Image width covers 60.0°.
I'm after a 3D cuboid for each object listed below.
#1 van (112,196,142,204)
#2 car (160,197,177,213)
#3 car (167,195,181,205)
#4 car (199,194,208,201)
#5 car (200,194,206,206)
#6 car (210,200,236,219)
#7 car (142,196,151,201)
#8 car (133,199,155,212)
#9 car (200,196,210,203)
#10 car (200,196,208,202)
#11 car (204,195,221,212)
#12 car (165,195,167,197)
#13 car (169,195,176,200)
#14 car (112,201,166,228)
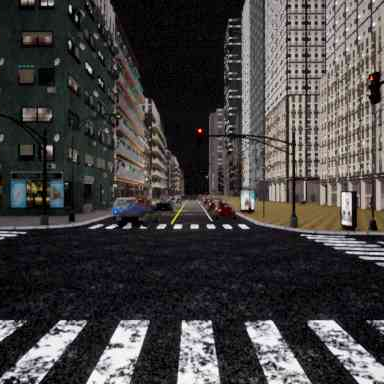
[{"bbox_3d":[-5.635,1.351,28.434,1.690,1.788,3.998,0,0,0],"label":"van"},{"bbox_3d":[-3.039,1.578,36.964,1.994,1.385,4.181,0,0,0],"label":"car"},{"bbox_3d":[-2.933,1.524,60.717,2.128,1.511,4.902,0,0,1],"label":"car"},{"bbox_3d":[2.838,1.373,83.695,2.192,1.841,5.009,0,0,0],"label":"car"},{"bbox_3d":[2.791,1.468,56.057,1.967,1.590,4.097,0,0,0],"label":"car"},{"bbox_3d":[2.744,1.592,28.419,1.802,1.307,4.206,0,0,0],"label":"car"},{"bbox_3d":[-5.626,1.327,33.962,2.192,1.841,5.009,0,0,0],"label":"car"},{"bbox_3d":[-5.618,1.560,39.490,1.887,1.381,4.507,0,0,0],"label":"car"},{"bbox_3d":[2.818,1.590,72.640,1.887,1.381,4.507,0,0,0],"label":"car"},{"bbox_3d":[2.827,1.634,78.167,1.802,1.307,4.206,0,0,0],"label":"car"},{"bbox_3d":[2.764,1.456,39.475,1.967,1.590,4.097,0,0,0],"label":"car"},{"bbox_3d":[-5.553,1.492,78.182,1.967,1.590,4.097,0,0,0],"label":"car"},{"bbox_3d":[-5.526,1.639,94.765,1.947,1.339,4.313,0,0,0],"label":"car"},{"bbox_3d":[-3.462,1.554,22.698,2.033,1.411,5.357,0,0,7],"label":"car"}]
